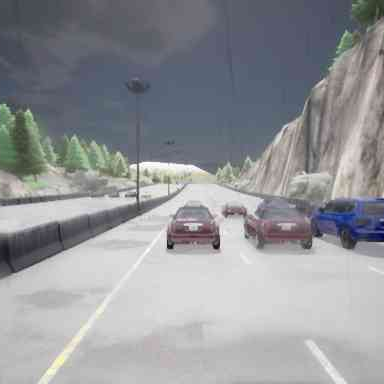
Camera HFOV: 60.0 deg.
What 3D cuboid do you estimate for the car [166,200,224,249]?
[{"bbox_3d":[0.063,1.364,14.577,2.097,1.767,4.553,0,0,0],"label":"car"}]

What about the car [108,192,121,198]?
[{"bbox_3d":[-16.985,0.674,72.878,1.994,1.385,4.181,0,1,0],"label":"car"}]

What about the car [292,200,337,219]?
[{"bbox_3d":[10.679,1.484,29.521,2.033,1.411,5.357,0,0,0],"label":"car"}]

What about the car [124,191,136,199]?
[{"bbox_3d":[-13.485,0.600,72.849,1.882,1.535,5.008,0,1,0],"label":"car"}]

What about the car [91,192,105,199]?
[{"bbox_3d":[-20.484,0.662,72.905,2.033,1.411,5.357,0,1,0],"label":"car"}]

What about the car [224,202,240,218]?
[{"bbox_3d":[3.680,1.537,29.606,1.895,1.301,4.718,0,0,0],"label":"car"}]

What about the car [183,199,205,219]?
[{"bbox_3d":[0.180,1.454,29.602,1.812,1.442,4.674,0,0,0],"label":"car"}]

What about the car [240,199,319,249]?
[{"bbox_3d":[3.563,1.364,14.550,2.097,1.767,4.553,0,0,0],"label":"car"}]

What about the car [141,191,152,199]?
[{"bbox_3d":[-9.985,0.600,72.822,1.882,1.535,5.008,0,1,0],"label":"car"}]

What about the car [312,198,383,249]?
[{"bbox_3d":[7.063,1.255,14.583,2.150,2.045,5.566,0,0,0],"label":"car"}]
